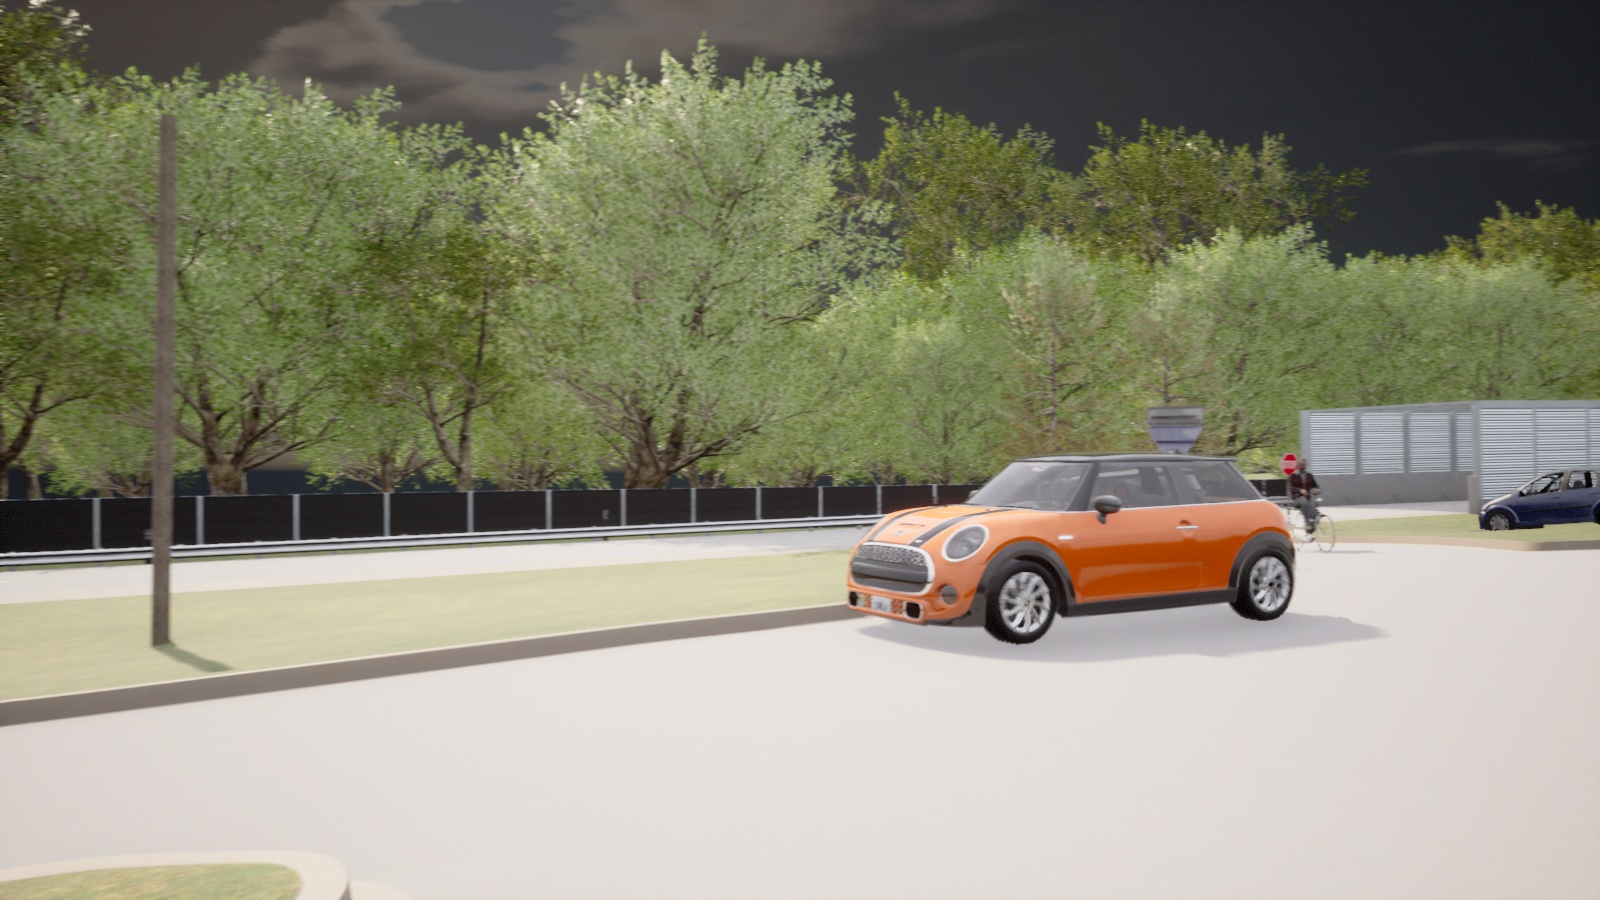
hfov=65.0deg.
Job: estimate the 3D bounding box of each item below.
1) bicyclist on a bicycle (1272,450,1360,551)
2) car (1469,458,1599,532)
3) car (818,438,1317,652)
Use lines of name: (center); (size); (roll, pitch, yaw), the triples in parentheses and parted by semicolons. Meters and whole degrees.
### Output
bicyclist on a bicycle: (9.538, 0.945, 23.301); (0.659, 1.776, 1.843); (-2, -3, -4)
car: (19.856, 1.145, 32.451); (1.851, 1.617, 3.988); (0, -7, -34)
car: (2.686, 0.791, 12.491); (4.553, 1.767, 2.097); (-1, 0, -28)
